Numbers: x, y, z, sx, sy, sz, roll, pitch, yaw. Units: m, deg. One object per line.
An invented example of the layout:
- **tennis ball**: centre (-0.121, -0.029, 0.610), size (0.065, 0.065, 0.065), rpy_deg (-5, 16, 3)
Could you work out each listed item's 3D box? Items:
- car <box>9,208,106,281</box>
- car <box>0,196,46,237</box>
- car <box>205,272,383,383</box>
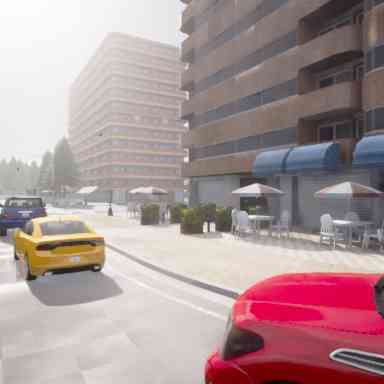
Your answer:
- **car**: centre (-4.196, 1.478, 10.117), size (1.882, 1.535, 5.008), rpy_deg (0, 0, -33)
- **car**: centre (-9.380, 1.221, 18.541), size (2.150, 2.045, 5.566), rpy_deg (0, 0, -29)
- **car**: centre (2.801, 1.220, 2.124), size (5.566, 2.045, 2.150), rpy_deg (0, 0, 33)
